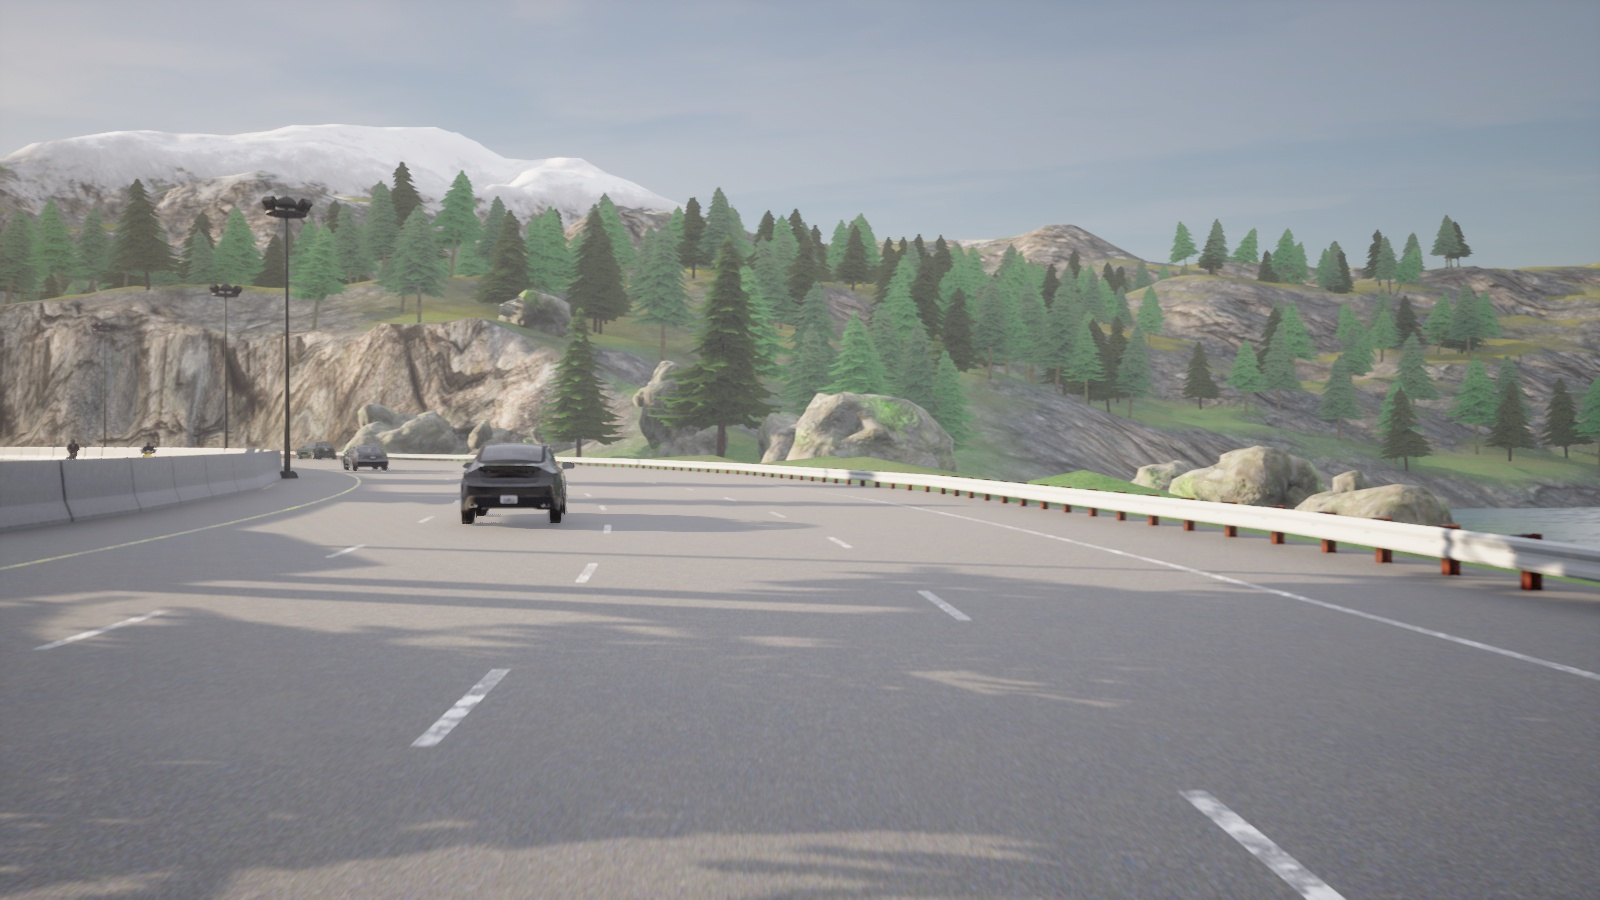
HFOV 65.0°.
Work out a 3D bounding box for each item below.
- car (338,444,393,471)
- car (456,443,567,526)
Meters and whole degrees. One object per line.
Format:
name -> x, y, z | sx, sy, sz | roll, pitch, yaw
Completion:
car -> -24.049, 0.392, 69.391 | 2.033, 1.411, 5.357 | 0, 0, -28
car -> -5.609, 0.608, 24.938 | 1.837, 1.490, 4.892 | 0, 0, -9
